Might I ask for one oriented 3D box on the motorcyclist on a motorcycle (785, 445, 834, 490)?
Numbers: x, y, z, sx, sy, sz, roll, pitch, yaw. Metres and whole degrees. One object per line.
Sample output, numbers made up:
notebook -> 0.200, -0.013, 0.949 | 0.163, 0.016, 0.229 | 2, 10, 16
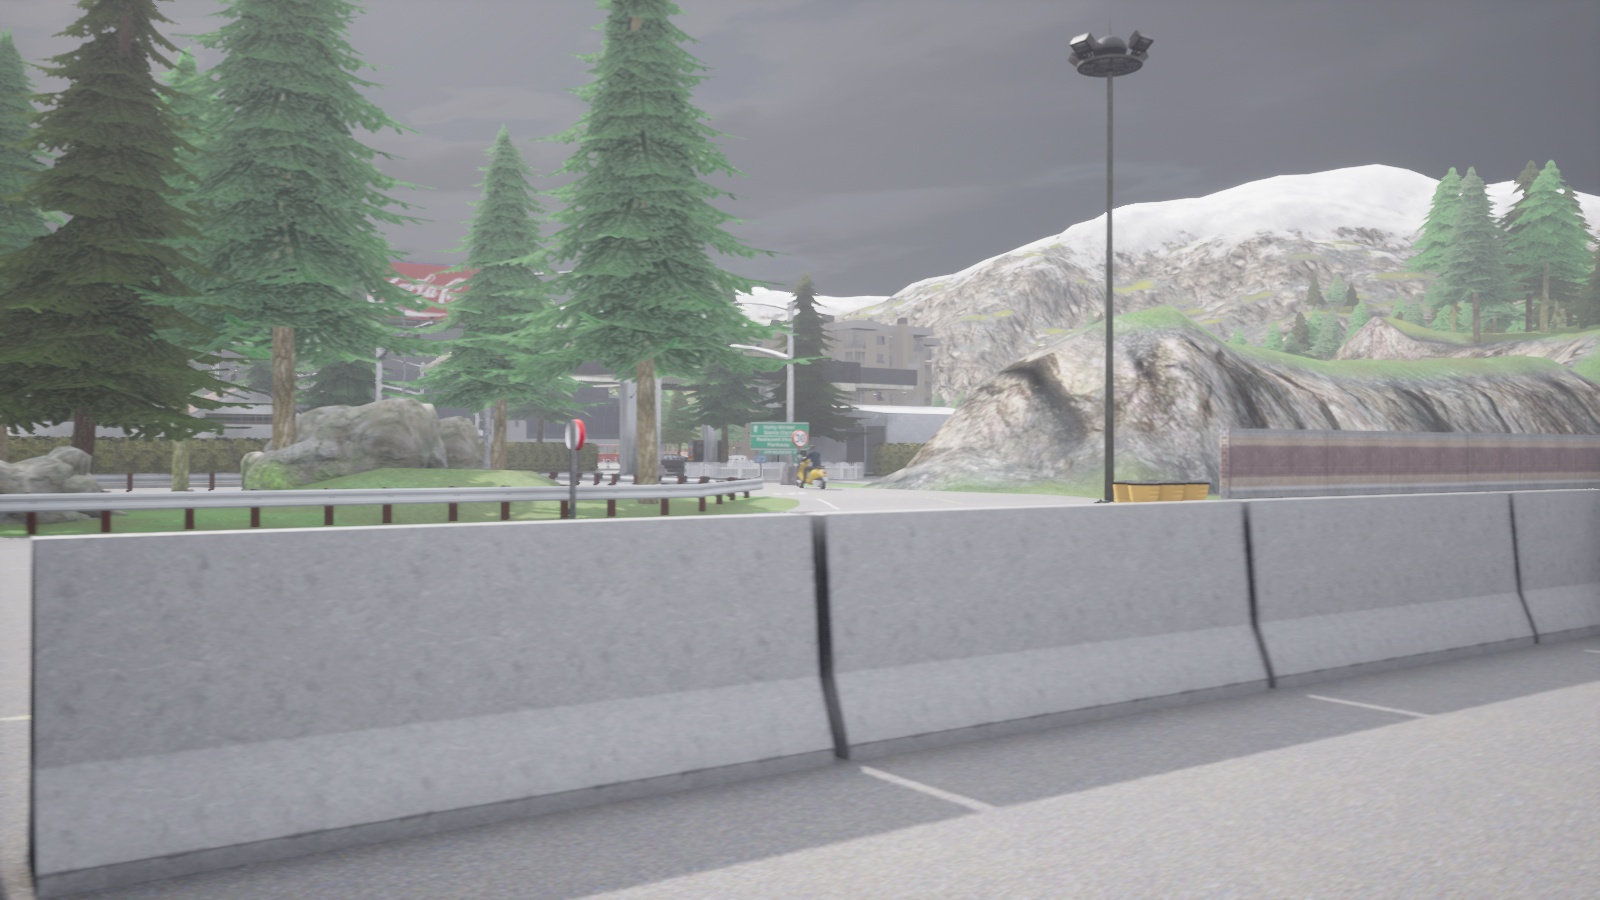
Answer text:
motorcyclist on a motorcycle -> 0.327, 0.612, 45.088 | 0.866, 1.590, 1.817 | 0, 0, -36
